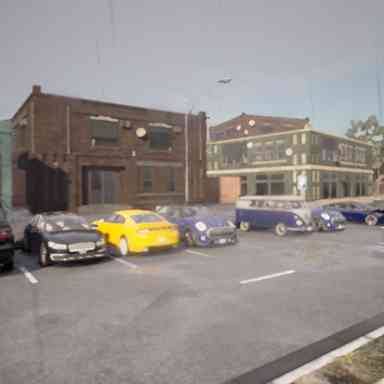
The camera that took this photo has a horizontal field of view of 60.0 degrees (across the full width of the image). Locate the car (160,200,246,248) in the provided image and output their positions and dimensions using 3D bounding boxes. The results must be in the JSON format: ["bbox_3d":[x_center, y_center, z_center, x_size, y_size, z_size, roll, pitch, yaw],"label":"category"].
[{"bbox_3d":[-0.086,1.334,14.933,2.185,1.767,4.553,0,0,-35],"label":"car"}]

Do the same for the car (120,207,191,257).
[{"bbox_3d":[-2.429,1.467,13.218,2.097,1.535,5.008,0,0,-35],"label":"car"}]

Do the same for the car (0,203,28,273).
[{"bbox_3d":[-6.874,1.230,10.093,2.435,2.045,5.566,0,0,-36],"label":"car"}]

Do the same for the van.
[{"bbox_3d":[4.426,1.214,17.967,1.878,1.987,4.442,0,0,-35],"label":"van"}]

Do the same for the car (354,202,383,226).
[{"bbox_3d":[11.172,1.406,22.881,2.163,1.488,4.792,-1,0,-35],"label":"car"}]

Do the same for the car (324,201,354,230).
[{"bbox_3d":[6.709,1.296,19.775,2.185,1.767,4.553,-1,0,-35],"label":"car"}]

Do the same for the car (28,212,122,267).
[{"bbox_3d":[-4.598,1.475,11.687,2.231,1.521,4.892,0,0,-35],"label":"car"}]
